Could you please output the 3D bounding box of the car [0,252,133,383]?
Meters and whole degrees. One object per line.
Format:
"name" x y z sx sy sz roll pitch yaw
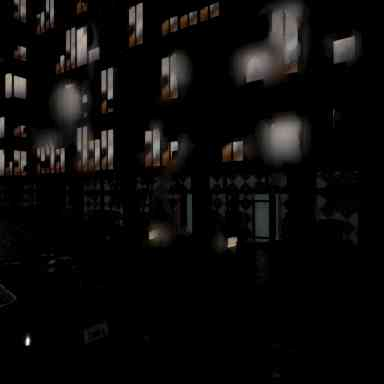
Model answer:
"car" -2.733 1.566 4.836 4.313 1.339 1.947 0 0 36
